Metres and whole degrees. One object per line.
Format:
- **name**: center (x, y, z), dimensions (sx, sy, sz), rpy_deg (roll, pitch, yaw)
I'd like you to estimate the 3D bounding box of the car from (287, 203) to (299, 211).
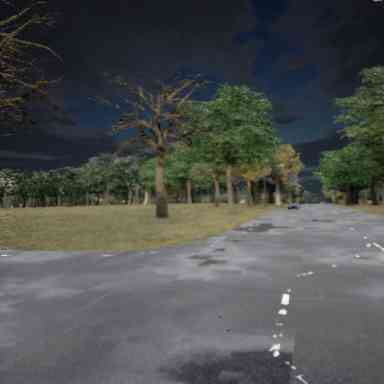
- **car**: center (18.527, 2.752, 61.118), dimensions (1.895, 1.301, 4.718), rpy_deg (-2, -2, 22)
